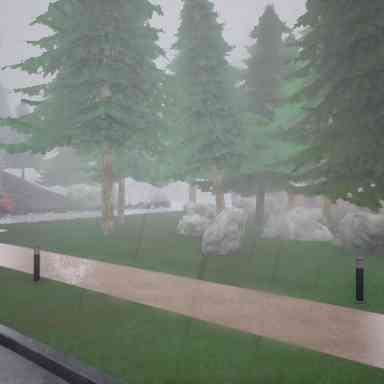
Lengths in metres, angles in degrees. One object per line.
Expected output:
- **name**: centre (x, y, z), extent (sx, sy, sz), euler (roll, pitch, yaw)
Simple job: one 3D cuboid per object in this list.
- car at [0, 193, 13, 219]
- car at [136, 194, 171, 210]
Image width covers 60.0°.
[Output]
- **car**: centre (-16.278, 1.057, 24.502), extent (2.150, 2.045, 5.566), euler (0, 0, 36)
- **car**: centre (-4.655, 1.186, 40.593), extent (2.097, 1.767, 4.553), euler (0, 0, 36)
